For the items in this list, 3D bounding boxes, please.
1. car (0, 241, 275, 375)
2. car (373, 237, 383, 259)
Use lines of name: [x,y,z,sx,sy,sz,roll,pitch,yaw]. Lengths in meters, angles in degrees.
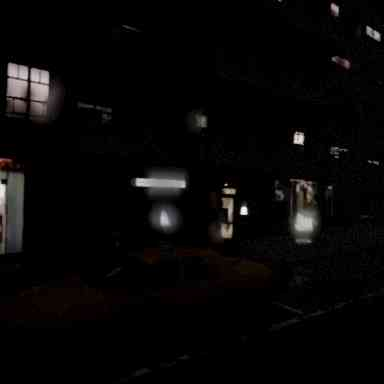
car: [-0.686,1.554,5.602,4.829,1.417,1.752,1,0,-35]
car: [8.385,1.681,12.047,4.829,1.417,1.752,1,0,-35]
